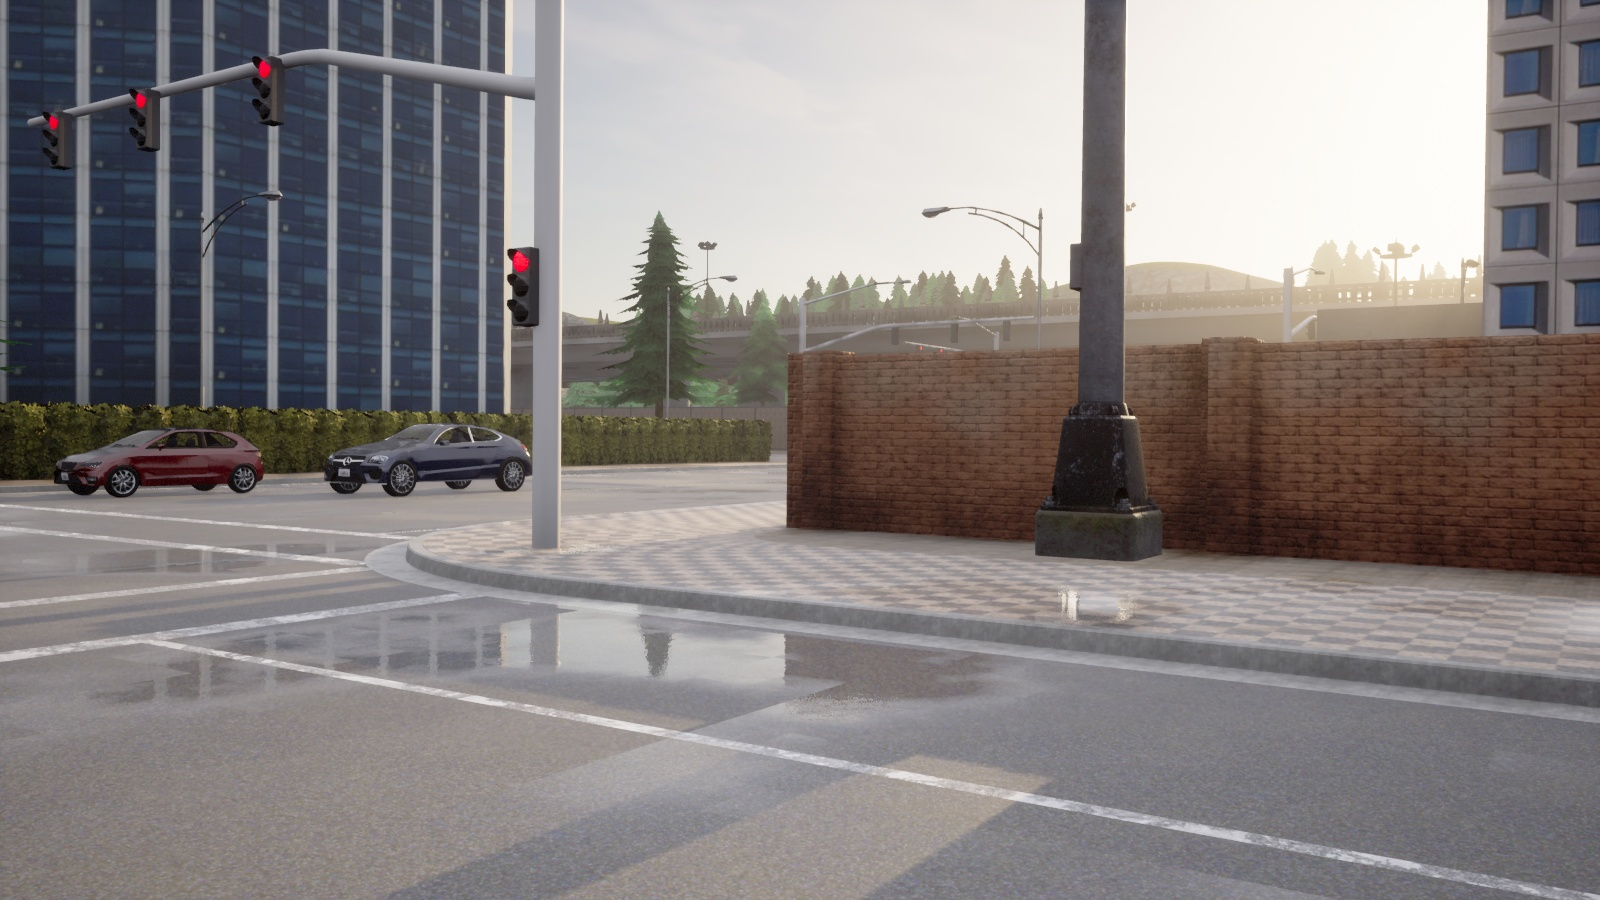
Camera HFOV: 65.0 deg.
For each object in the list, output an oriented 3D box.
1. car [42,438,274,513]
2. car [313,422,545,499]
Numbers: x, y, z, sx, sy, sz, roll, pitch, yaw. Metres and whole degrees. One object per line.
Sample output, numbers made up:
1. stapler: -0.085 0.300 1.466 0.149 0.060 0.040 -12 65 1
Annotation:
1. car: -14.023 0.494 27.653 1.816 1.474 4.193 0 1 33
2. car: -8.596 0.184 29.564 2.152 1.651 5.027 0 1 33
